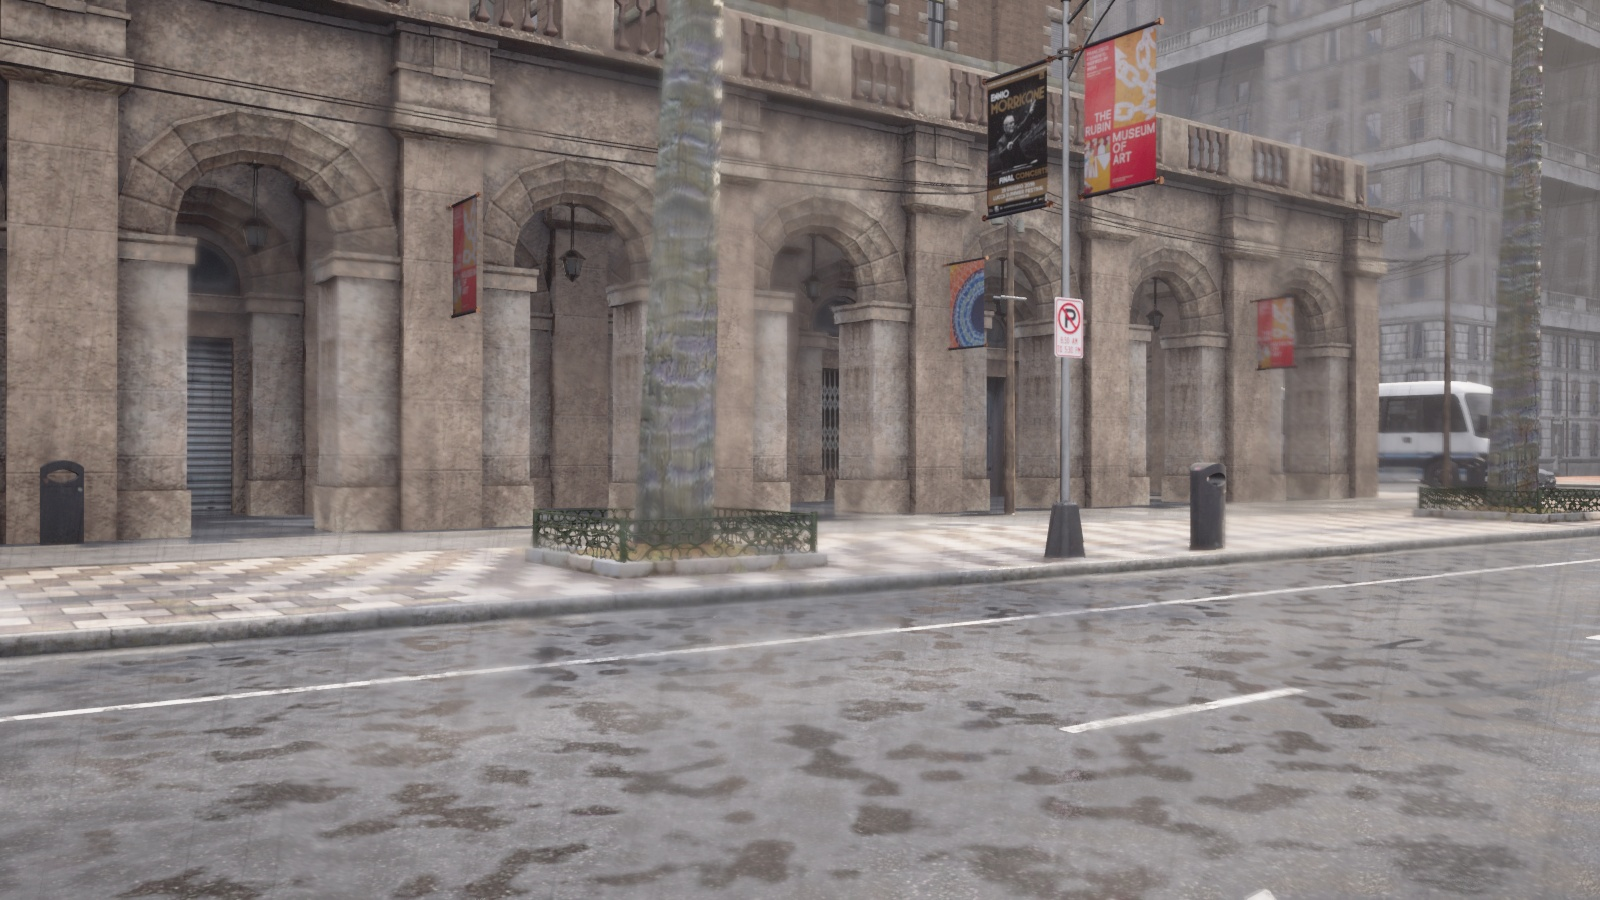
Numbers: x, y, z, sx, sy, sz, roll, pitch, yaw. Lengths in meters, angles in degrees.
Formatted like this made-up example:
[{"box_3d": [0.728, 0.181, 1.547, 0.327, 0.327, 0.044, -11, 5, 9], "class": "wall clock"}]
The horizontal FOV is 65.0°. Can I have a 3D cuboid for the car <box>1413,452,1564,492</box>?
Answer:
[{"box_3d": [26.913, 0.813, 49.256, 1.837, 1.490, 4.892, 0, 0, -34], "class": "car"}]

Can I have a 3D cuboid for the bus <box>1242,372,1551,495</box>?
[{"box_3d": [22.863, -0.560, 48.917, 3.944, 4.253, 10.273, 0, 0, -35], "class": "bus"}]
